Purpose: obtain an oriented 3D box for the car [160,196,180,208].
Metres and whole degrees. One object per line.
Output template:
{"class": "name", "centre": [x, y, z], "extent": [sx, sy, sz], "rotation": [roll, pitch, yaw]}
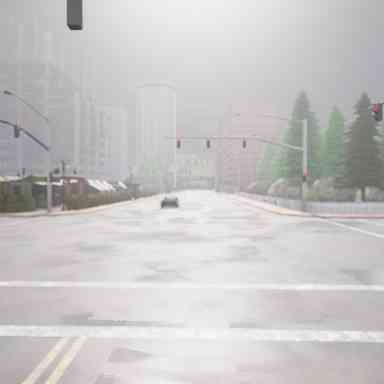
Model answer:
{"class": "car", "centre": [-2.404, 1.085, 37.306], "extent": [1.895, 1.301, 4.718], "rotation": [0, 1, 2]}
